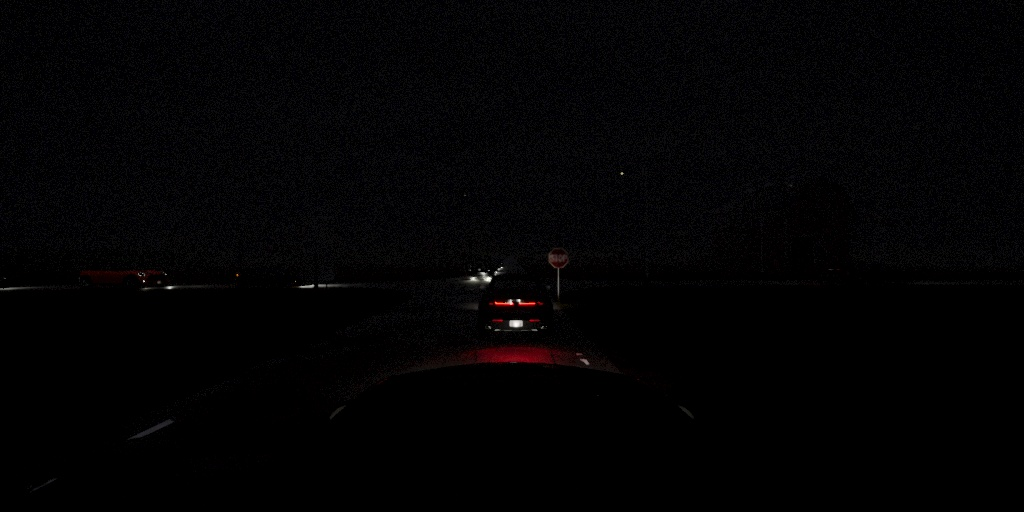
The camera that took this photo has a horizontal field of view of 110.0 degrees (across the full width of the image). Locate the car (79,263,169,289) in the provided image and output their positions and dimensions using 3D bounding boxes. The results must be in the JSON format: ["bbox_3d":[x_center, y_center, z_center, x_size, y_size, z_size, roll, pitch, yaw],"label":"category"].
[{"bbox_3d":[-26.366,1.250,24.493,4.553,1.767,2.097,-1,-1,0],"label":"car"}]

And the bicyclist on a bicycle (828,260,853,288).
[{"bbox_3d":[19.925,1.093,21.760,0.582,1.620,1.656,0,0,0],"label":"bicyclist on a bicycle"}]

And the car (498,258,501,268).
[{"bbox_3d":[-2.892,1.273,48.566,1.837,1.490,4.892,0,0,0],"label":"car"}]

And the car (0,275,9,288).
[{"bbox_3d":[-37.491,1.526,24.423,4.674,1.442,1.812,-1,-1,0],"label":"car"}]

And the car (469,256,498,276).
[{"bbox_3d":[-3.052,0.979,37.619,2.150,2.045,5.566,0,0,3],"label":"car"}]

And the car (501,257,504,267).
[{"bbox_3d":[-2.854,1.322,60.003,2.033,1.411,5.357,0,0,1],"label":"car"}]

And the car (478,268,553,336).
[{"bbox_3d":[0.090,1.255,10.388,1.837,1.490,4.892,0,0,0],"label":"car"}]

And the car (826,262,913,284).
[{"bbox_3d":[24.708,1.148,24.831,4.902,1.511,2.128,0,-1,0],"label":"car"}]

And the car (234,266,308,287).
[{"bbox_3d":[-16.402,1.384,24.548,4.181,1.385,1.994,0,-1,-1],"label":"car"}]
